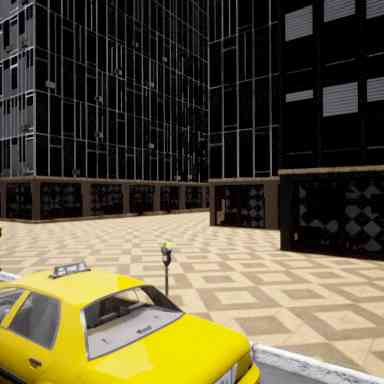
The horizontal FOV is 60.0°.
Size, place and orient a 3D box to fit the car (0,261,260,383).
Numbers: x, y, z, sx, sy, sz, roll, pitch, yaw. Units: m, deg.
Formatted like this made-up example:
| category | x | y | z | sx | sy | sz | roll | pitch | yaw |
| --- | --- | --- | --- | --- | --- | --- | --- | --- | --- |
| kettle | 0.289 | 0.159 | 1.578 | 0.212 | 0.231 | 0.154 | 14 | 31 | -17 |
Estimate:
| category | x | y | z | sx | sy | sz | roll | pitch | yaw |
| --- | --- | --- | --- | --- | --- | --- | --- | --- | --- |
| car | -1.637 | 1.526 | 4.033 | 4.829 | 1.417 | 1.752 | 0 | 0 | 35 |
